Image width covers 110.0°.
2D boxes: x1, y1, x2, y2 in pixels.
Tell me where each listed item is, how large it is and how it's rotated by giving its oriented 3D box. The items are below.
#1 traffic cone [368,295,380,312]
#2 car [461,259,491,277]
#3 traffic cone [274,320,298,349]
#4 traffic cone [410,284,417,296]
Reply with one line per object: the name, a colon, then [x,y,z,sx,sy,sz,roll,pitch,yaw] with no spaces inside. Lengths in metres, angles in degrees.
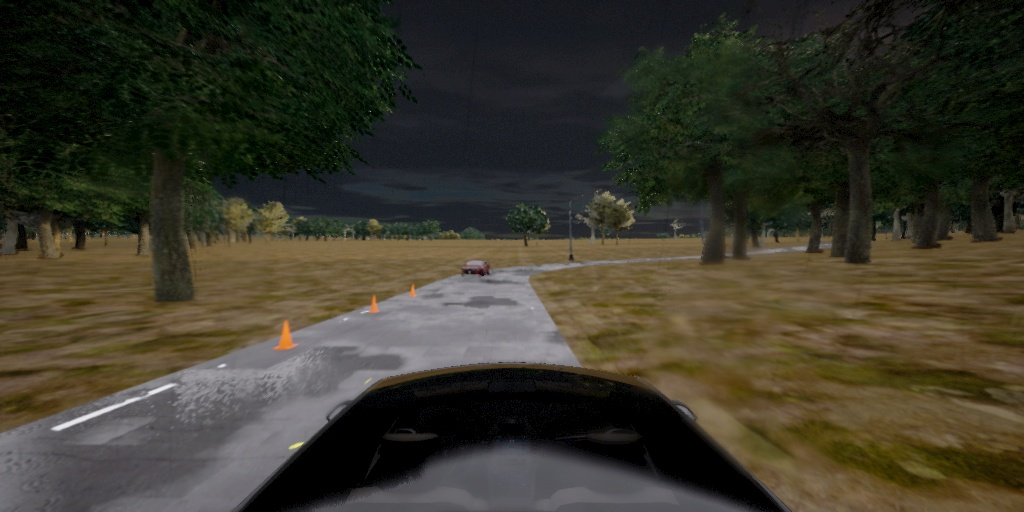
traffic cone: [-4.944,1.701,12.855,0.340,0.580,0.340,0,0,0]
car: [-3.255,1.064,32.894,1.882,1.535,5.008,0,1,8]
traffic cone: [-4.948,1.702,7.855,0.340,0.580,0.340,0,0,0]
traffic cone: [-4.939,1.699,17.855,0.340,0.580,0.340,0,0,0]
